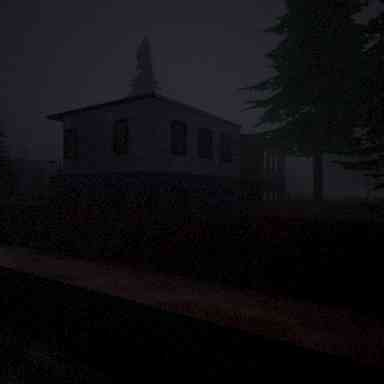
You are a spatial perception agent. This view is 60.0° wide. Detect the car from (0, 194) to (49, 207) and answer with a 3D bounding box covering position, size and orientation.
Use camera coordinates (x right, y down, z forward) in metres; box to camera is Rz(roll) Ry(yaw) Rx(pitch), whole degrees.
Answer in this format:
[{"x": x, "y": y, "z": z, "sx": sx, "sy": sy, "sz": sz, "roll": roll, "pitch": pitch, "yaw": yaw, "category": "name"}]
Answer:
[{"x": -14.765, "y": 1.202, "z": 29.609, "sx": 2.150, "sy": 2.045, "sz": 5.566, "roll": 0, "pitch": 0, "yaw": 27, "category": "car"}]
